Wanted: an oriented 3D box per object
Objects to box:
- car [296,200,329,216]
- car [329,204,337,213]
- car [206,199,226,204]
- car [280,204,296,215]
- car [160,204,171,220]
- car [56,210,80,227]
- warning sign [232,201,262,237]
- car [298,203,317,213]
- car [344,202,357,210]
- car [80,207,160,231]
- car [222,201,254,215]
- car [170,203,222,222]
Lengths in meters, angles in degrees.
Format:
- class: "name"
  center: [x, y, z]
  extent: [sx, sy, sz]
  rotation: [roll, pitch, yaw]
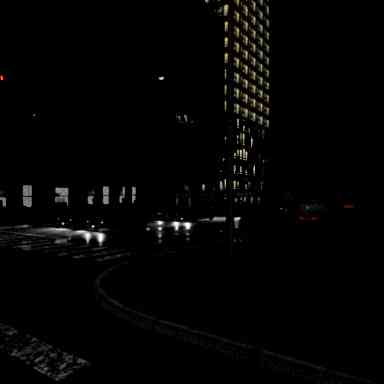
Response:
- class: "car"
  center: [16.056, 2.066, 44.025]
  extent: [2.150, 2.045, 5.566]
  rotation: [0, -1, 35]
- class: "car"
  center: [21.780, 2.597, 53.014]
  extent: [1.994, 1.385, 4.181]
  rotation: [0, -1, 33]
- class: "car"
  center: [3.143, 1.903, 42.185]
  extent: [2.150, 2.045, 5.566]
  rotation: [0, -1, 32]
- class: "car"
  center: [13.755, 2.418, 46.424]
  extent: [1.994, 1.385, 4.181]
  rotation: [0, -1, 33]
- class: "car"
  center: [-2.390, 2.003, 33.564]
  extent: [1.837, 1.490, 4.892]
  rotation: [0, -1, 33]
- class: "car"
  center: [-7.573, 1.873, 25.485]
  extent: [2.033, 1.411, 5.357]
  rotation: [0, -1, 33]
- class: "warning sign"
  center: [3.091, 1.454, 18.556]
  extent: [1.300, 1.860, 1.060]
  rotation: [1, 1, 33]
- class: "car"
  center: [19.044, 2.555, 54.768]
  extent: [1.812, 1.442, 4.674]
  rotation: [0, -1, 33]
- class: "car"
  center: [31.329, 2.789, 65.799]
  extent: [1.882, 1.535, 5.008]
  rotation: [0, -1, 33]
- class: "car"
  center: [-4.917, 1.874, 23.608]
  extent: [2.033, 1.411, 5.357]
  rotation: [0, -1, 33]
- class: "car"
  center: [6.002, 2.180, 40.617]
  extent: [2.128, 1.511, 4.902]
  rotation: [0, -1, 33]
- class: "car"
  center: [0.520, 2.055, 32.086]
  extent: [2.033, 1.411, 5.357]
  rotation: [0, -1, 33]
